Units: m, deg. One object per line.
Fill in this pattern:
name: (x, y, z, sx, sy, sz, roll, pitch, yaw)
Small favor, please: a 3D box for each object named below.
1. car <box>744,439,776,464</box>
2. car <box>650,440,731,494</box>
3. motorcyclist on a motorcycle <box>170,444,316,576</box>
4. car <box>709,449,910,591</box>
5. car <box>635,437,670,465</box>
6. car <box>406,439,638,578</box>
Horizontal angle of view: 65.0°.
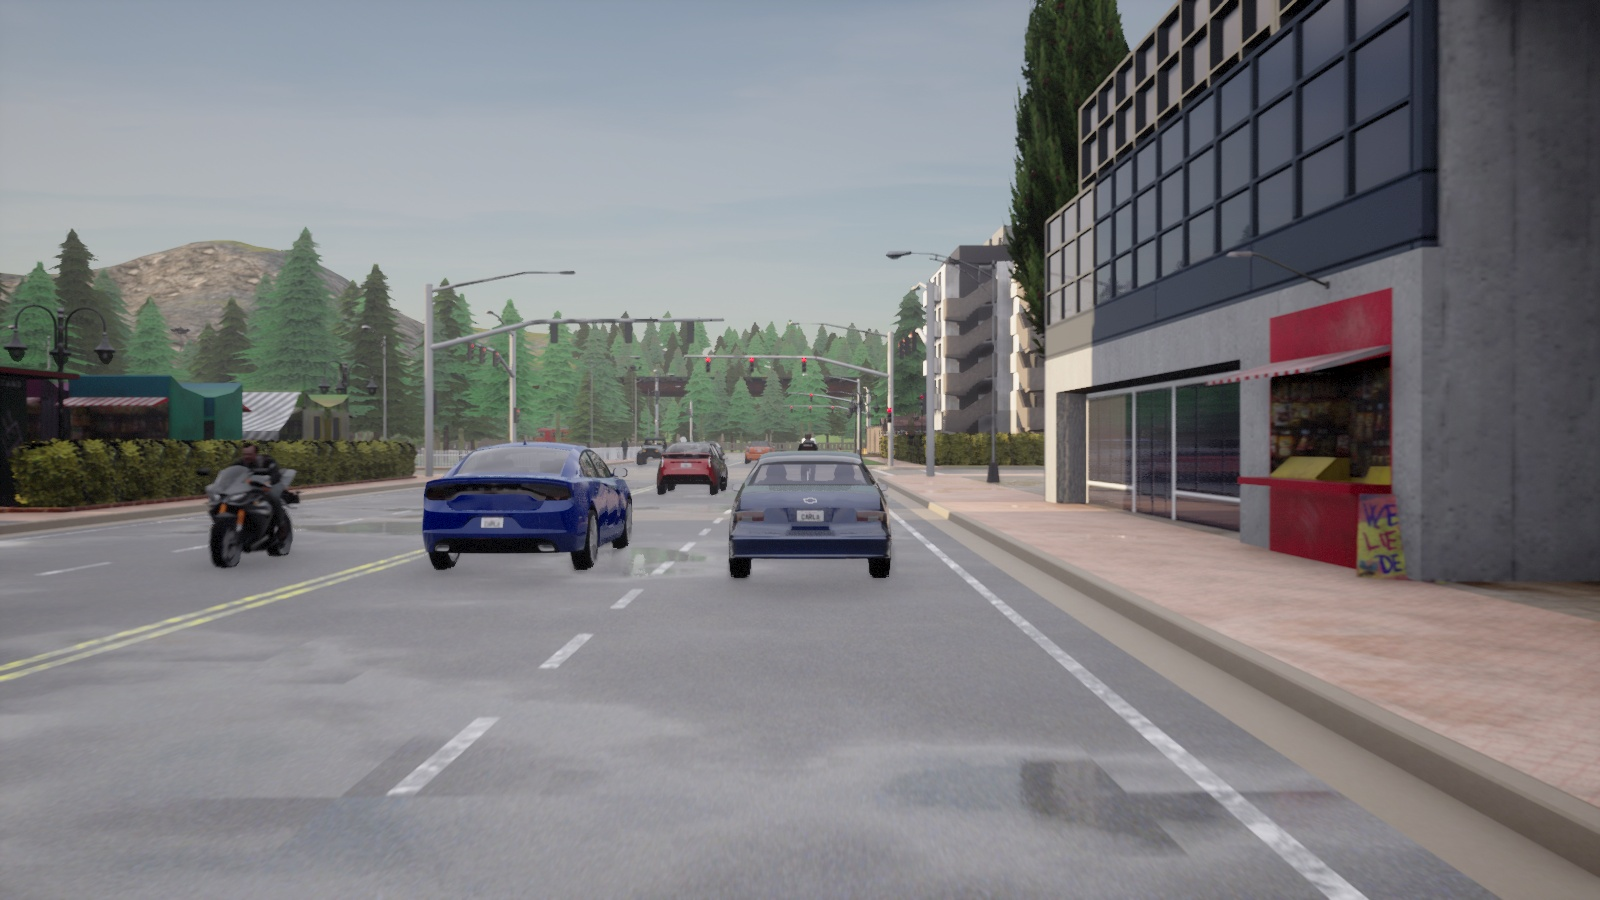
car: (-2.881, 0.089, 91.214, 2.097, 1.767, 4.553, 0, 0, 0)
car: (-3.234, 0.477, 37.876, 2.007, 1.525, 4.514, 0, 0, 0)
motorcyclist on a motorcycle: (-6.886, 0.688, 15.666, 0.866, 1.530, 2.191, 0, 0, -1)
car: (0.117, 0.707, 15.374, 2.033, 1.411, 5.357, 0, 0, 0)
car: (-9.923, 0.057, 84.820, 1.905, 1.878, 3.866, 0, 0, 0)
car: (-3.377, 0.630, 16.311, 1.882, 1.535, 5.008, 0, 0, 0)
